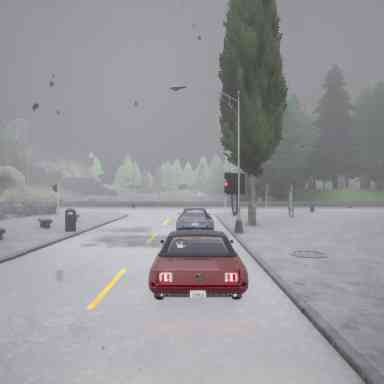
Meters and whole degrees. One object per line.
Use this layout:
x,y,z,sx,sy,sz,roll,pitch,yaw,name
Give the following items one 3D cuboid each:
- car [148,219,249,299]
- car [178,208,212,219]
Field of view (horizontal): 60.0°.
0.125,1.601,8.373,1.895,1.301,4.718,0,0,0,car
0.157,1.564,18.413,1.994,1.385,4.181,0,0,0,car
